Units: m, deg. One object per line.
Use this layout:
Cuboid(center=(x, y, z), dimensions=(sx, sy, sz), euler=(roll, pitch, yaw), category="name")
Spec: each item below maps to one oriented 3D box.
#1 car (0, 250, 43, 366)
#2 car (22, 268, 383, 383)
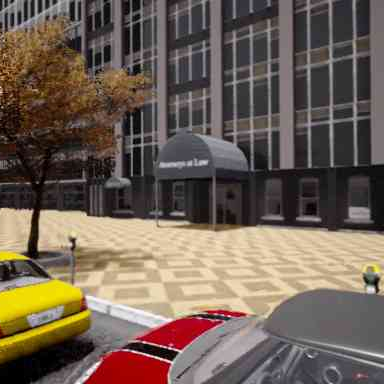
Cuboid(center=(-3.720, 1.540, 5.522), dimensions=(4.829, 1.417, 1.752), euler=(0, 0, 35), category="car")
Cuboid(center=(0.932, 1.441, 2.214), dimensions=(4.097, 1.590, 1.967), euler=(0, 0, 35), category="car")
